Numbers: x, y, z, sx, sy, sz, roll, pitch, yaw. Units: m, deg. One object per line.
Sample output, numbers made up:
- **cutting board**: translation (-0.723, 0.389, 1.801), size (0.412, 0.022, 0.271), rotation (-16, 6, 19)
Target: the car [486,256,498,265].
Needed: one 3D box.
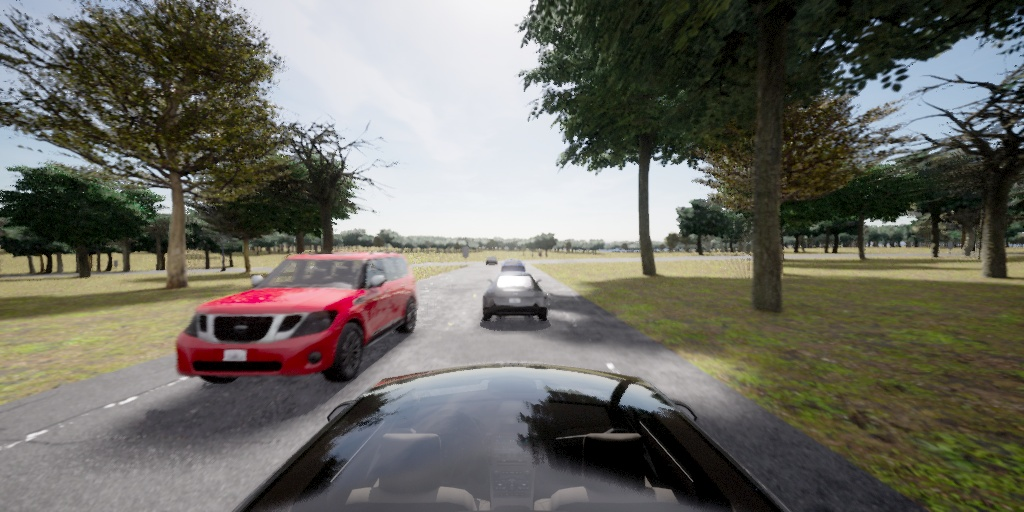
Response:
- **car**: translation (-3.517, 0.794, 62.345), size (1.882, 1.535, 5.008), rotation (0, 0, 1)

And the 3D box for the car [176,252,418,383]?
- **car**: translation (-3.556, 0.919, 7.373), size (2.150, 2.045, 5.566), rotation (0, 0, 0)

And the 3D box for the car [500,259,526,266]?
- **car**: translation (0.094, 0.995, 28.418), size (1.882, 1.535, 5.008), rotation (0, 0, 0)

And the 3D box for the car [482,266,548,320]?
- **car**: translation (0.089, 1.214, 12.156), size (1.994, 1.385, 4.181), rotation (0, 1, 0)
